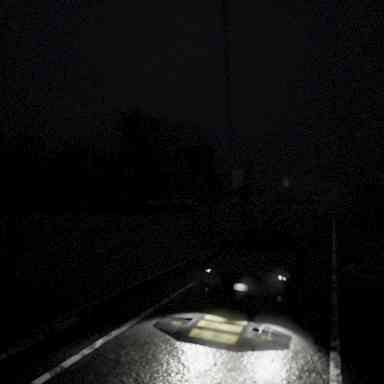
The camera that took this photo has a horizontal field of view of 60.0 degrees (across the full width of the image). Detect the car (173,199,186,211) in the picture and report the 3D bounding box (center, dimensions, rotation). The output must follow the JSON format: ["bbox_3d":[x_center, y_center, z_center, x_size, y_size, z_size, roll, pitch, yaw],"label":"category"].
[{"bbox_3d":[-3.849,1.630,42.741,4.892,1.521,2.231,0,0,23],"label":"car"}]

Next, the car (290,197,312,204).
[{"bbox_3d":[26.267,2.027,79.979,4.892,1.521,2.231,0,-1,23],"label":"car"}]

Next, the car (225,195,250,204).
[{"bbox_3d":[9.864,1.861,74.841,5.008,1.535,2.097,0,0,23],"label":"car"}]

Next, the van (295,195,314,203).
[{"bbox_3d":[29.677,1.928,87.671,4.442,1.987,1.878,0,-1,23],"label":"van"}]

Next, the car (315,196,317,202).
[{"bbox_3d":[27.348,1.816,82.571,5.566,2.045,2.435,0,-1,23],"label":"car"}]

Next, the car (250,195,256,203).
[{"bbox_3d":[12.042,1.917,79.966,5.008,1.535,2.097,0,0,23],"label":"car"}]

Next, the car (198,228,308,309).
[{"bbox_3d":[1.684,1.610,8.044,1.994,1.385,4.181,0,0,23],"label":"car"}]

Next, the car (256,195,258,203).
[{"bbox_3d":[13.138,1.991,82.527,4.674,1.452,2.002,0,-1,23],"label":"car"}]

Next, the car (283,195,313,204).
[{"bbox_3d":[22.979,1.927,72.245,4.892,1.521,2.231,0,-1,23],"label":"car"}]

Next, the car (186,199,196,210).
[{"bbox_3d":[-2.573,1.650,45.755,5.008,1.535,2.097,0,0,23],"label":"car"}]

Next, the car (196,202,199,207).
[{"bbox_3d":[-1.329,1.711,48.647,4.674,1.452,2.002,0,0,23],"label":"car"}]

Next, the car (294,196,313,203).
[{"bbox_3d":[28.500,1.983,85.123,4.553,1.767,2.185,0,-1,23],"label":"car"}]

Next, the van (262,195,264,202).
[{"bbox_3d":[16.309,1.843,90.254,4.442,1.987,1.878,0,-1,23],"label":"van"}]

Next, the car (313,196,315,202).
[{"bbox_3d":[24.049,1.705,74.836,5.566,2.045,2.435,0,-1,23],"label":"car"}]

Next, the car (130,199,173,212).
[{"bbox_3d":[-5.138,1.648,39.729,4.674,1.452,2.002,0,0,23],"label":"car"}]

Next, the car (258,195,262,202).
[{"bbox_3d":[15.354,1.902,87.638,4.553,1.767,2.185,0,-1,23],"label":"car"}]
